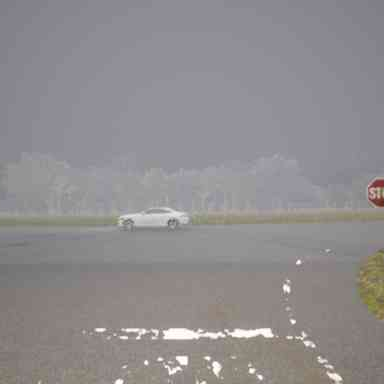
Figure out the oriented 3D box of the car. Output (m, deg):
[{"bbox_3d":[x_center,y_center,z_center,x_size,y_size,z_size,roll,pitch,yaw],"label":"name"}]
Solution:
[{"bbox_3d":[-2.504,1.719,22.034,4.674,1.442,1.812,0,-2,-1],"label":"car"}]
